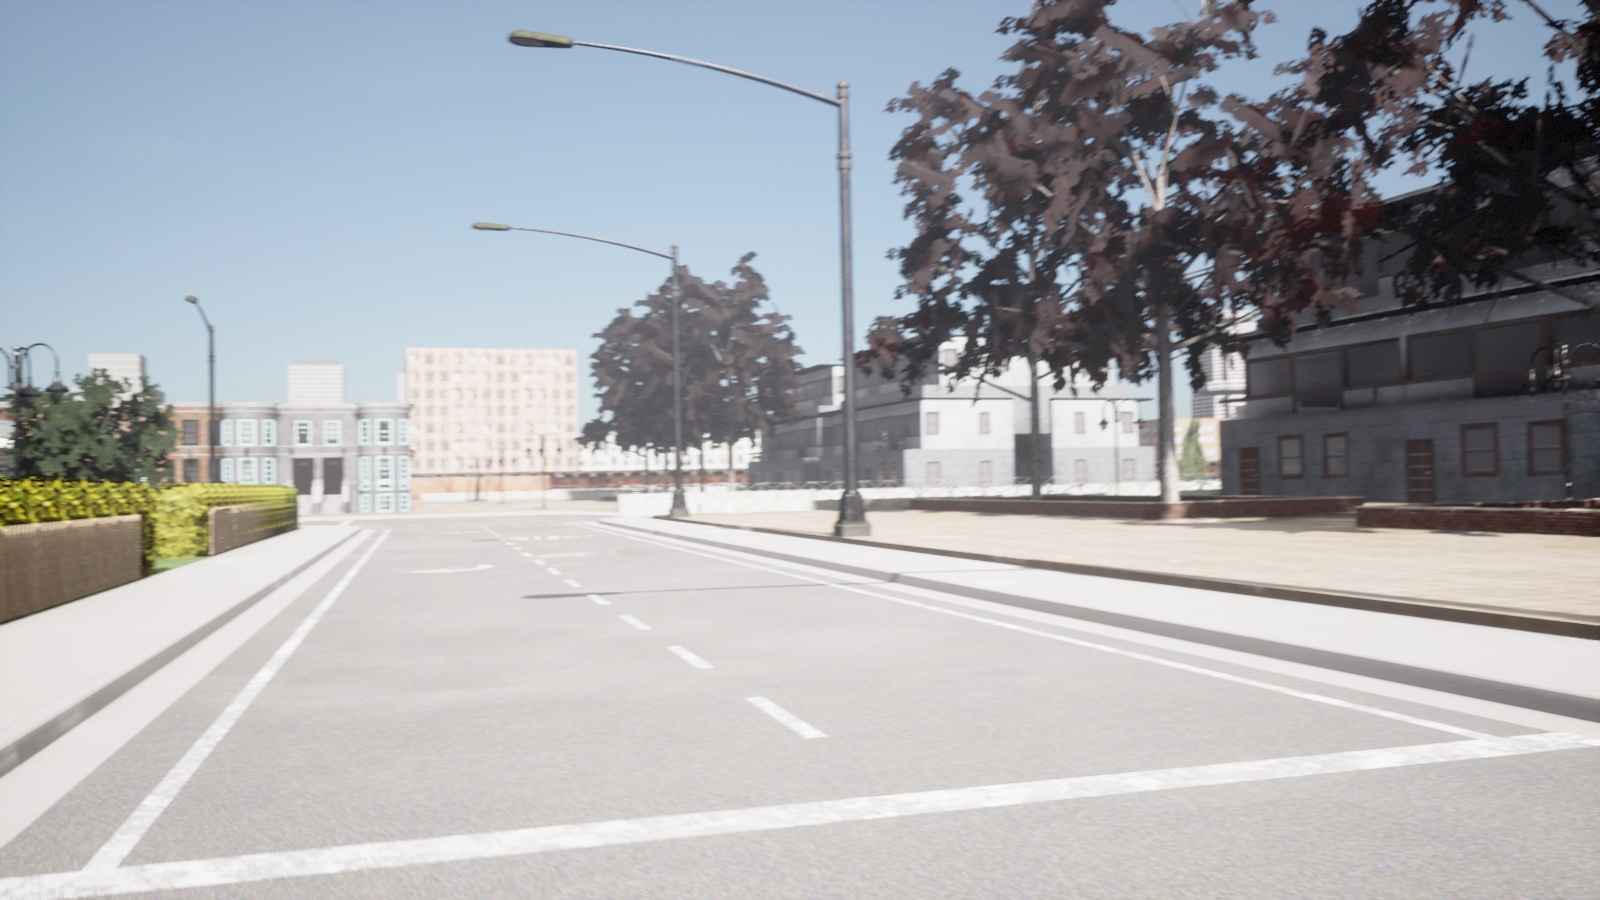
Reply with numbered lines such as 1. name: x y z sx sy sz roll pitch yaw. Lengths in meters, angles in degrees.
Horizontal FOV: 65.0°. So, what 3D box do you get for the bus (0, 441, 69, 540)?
1. bus: -38.695 1.901 55.587 10.273 4.253 3.944 -1 -2 -17
